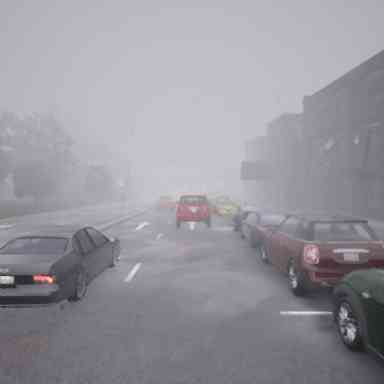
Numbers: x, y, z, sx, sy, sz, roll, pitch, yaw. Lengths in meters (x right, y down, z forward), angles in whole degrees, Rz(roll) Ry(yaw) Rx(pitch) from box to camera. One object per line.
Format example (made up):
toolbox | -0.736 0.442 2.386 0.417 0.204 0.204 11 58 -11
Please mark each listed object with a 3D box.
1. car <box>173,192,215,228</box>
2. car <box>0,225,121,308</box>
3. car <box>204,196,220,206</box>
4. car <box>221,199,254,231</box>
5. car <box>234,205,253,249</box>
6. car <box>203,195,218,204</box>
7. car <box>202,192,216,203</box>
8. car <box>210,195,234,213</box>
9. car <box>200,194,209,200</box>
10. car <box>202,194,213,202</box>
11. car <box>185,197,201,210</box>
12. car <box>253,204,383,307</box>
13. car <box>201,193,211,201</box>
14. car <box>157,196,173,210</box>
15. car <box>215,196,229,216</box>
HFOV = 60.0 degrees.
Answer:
car | 0.093 1.168 22.027 2.150 2.045 5.566 0 0 0
car | -3.153 1.527 8.147 2.033 1.411 5.357 0 0 0
car | 3.197 1.351 52.957 2.231 1.521 4.892 0 0 0
car | 3.218 1.432 19.804 2.231 1.521 4.892 0 0 0
car | 3.221 1.485 14.284 2.002 1.452 4.674 0 0 0
car | 3.193 1.338 58.483 2.231 1.521 4.892 0 0 0
car | 3.184 1.072 64.166 2.435 2.045 5.566 0 0 0
car | 3.215 1.265 36.356 2.185 1.767 4.553 0 0 0
car | 3.213 1.267 87.771 2.231 1.521 4.892 0 0 1
car | 3.178 1.306 69.849 1.946 1.575 5.366 0 0 0
car | 0.084 1.376 41.526 1.882 1.535 5.008 0 0 0
car | 3.222 1.332 8.854 2.185 1.767 4.553 0 0 0
car | 3.171 1.171 75.157 2.185 1.767 4.553 0 0 0
car | -3.166 1.250 41.322 2.097 1.767 4.553 0 0 0
car | 3.214 1.401 31.046 1.946 1.575 5.366 0 0 0
